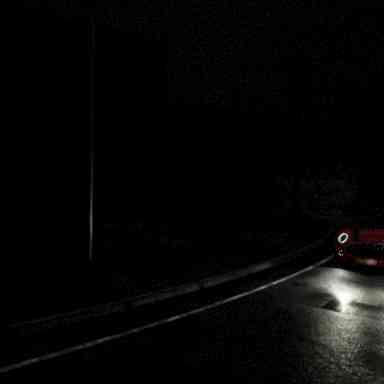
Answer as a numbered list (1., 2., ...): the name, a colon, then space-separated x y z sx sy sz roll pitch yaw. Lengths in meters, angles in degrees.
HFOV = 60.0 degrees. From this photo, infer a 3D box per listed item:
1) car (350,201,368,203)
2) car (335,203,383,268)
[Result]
1. car: 17.879 1.719 35.719 2.033 1.411 5.357 1 0 0
2. car: 6.351 1.417 11.305 2.097 1.767 4.553 0 0 35
